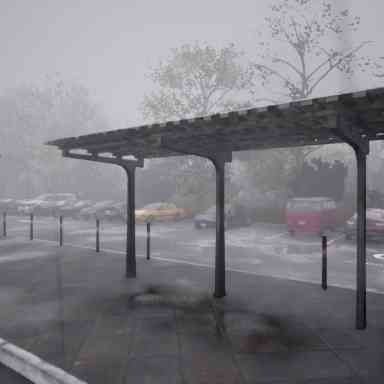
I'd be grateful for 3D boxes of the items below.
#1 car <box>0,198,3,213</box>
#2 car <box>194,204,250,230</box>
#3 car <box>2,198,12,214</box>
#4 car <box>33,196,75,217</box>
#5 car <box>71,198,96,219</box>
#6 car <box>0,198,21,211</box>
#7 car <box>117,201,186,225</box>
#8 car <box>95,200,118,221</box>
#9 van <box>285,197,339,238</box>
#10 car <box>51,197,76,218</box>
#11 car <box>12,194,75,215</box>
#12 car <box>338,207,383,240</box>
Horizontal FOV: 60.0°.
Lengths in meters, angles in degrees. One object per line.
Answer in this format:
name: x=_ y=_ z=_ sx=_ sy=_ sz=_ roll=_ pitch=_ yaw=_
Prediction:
car: x=-18.339 y=1.432 z=35.644 sx=2.097 sy=1.535 sz=5.008 roll=0 pitch=0 yaw=35
car: x=2.034 y=1.509 z=21.186 sx=2.163 sy=1.488 sz=4.792 roll=0 pitch=0 yaw=35
car: x=-16.073 y=1.441 z=34.038 sx=2.231 sy=1.521 sz=4.892 roll=0 pitch=0 yaw=35
car: x=-11.537 y=1.449 z=30.839 sx=2.097 sy=1.535 sz=5.008 roll=0 pitch=0 yaw=35
car: x=-7.005 y=1.461 z=27.632 sx=2.231 sy=1.521 sz=4.892 roll=0 pitch=0 yaw=35
car: x=-22.882 y=1.441 z=38.832 sx=2.163 sy=1.488 sz=4.792 roll=1 pitch=0 yaw=35
car: x=-2.587 y=1.467 z=24.267 sx=1.946 sy=1.575 sz=5.366 roll=0 pitch=0 yaw=35
car: x=-4.728 y=1.494 z=26.047 sx=2.163 sy=1.488 sz=4.792 roll=0 pitch=0 yaw=35
van: x=6.648 y=1.264 z=18.097 sx=1.878 sy=1.987 sz=4.442 roll=0 pitch=0 yaw=35
car: x=-9.271 y=1.454 z=29.235 sx=2.097 sy=1.535 sz=5.008 roll=0 pitch=0 yaw=35
car: x=-13.821 y=1.193 z=32.416 sx=2.435 sy=2.045 sz=5.566 roll=0 pitch=0 yaw=35
car: x=8.843 y=1.535 z=16.396 sx=2.002 sy=1.452 sz=4.674 roll=0 pitch=0 yaw=35
